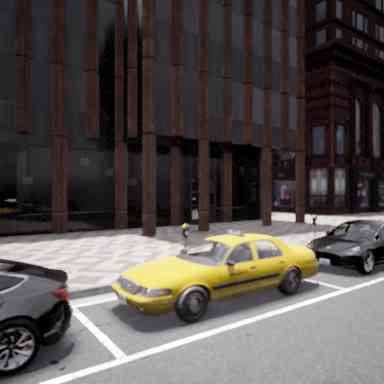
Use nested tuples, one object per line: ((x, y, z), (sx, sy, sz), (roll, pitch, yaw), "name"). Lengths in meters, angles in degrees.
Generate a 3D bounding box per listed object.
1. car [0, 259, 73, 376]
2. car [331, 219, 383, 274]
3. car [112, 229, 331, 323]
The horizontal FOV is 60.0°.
((-3.697, 1.565, 4.013), (4.313, 1.339, 1.947), (0, 0, -35), "car")
((5.482, 1.573, 10.557), (4.313, 1.339, 1.947), (0, 0, -35), "car")
((0.754, 1.528, 7.186), (4.829, 1.417, 1.752), (0, 0, -35), "car")
